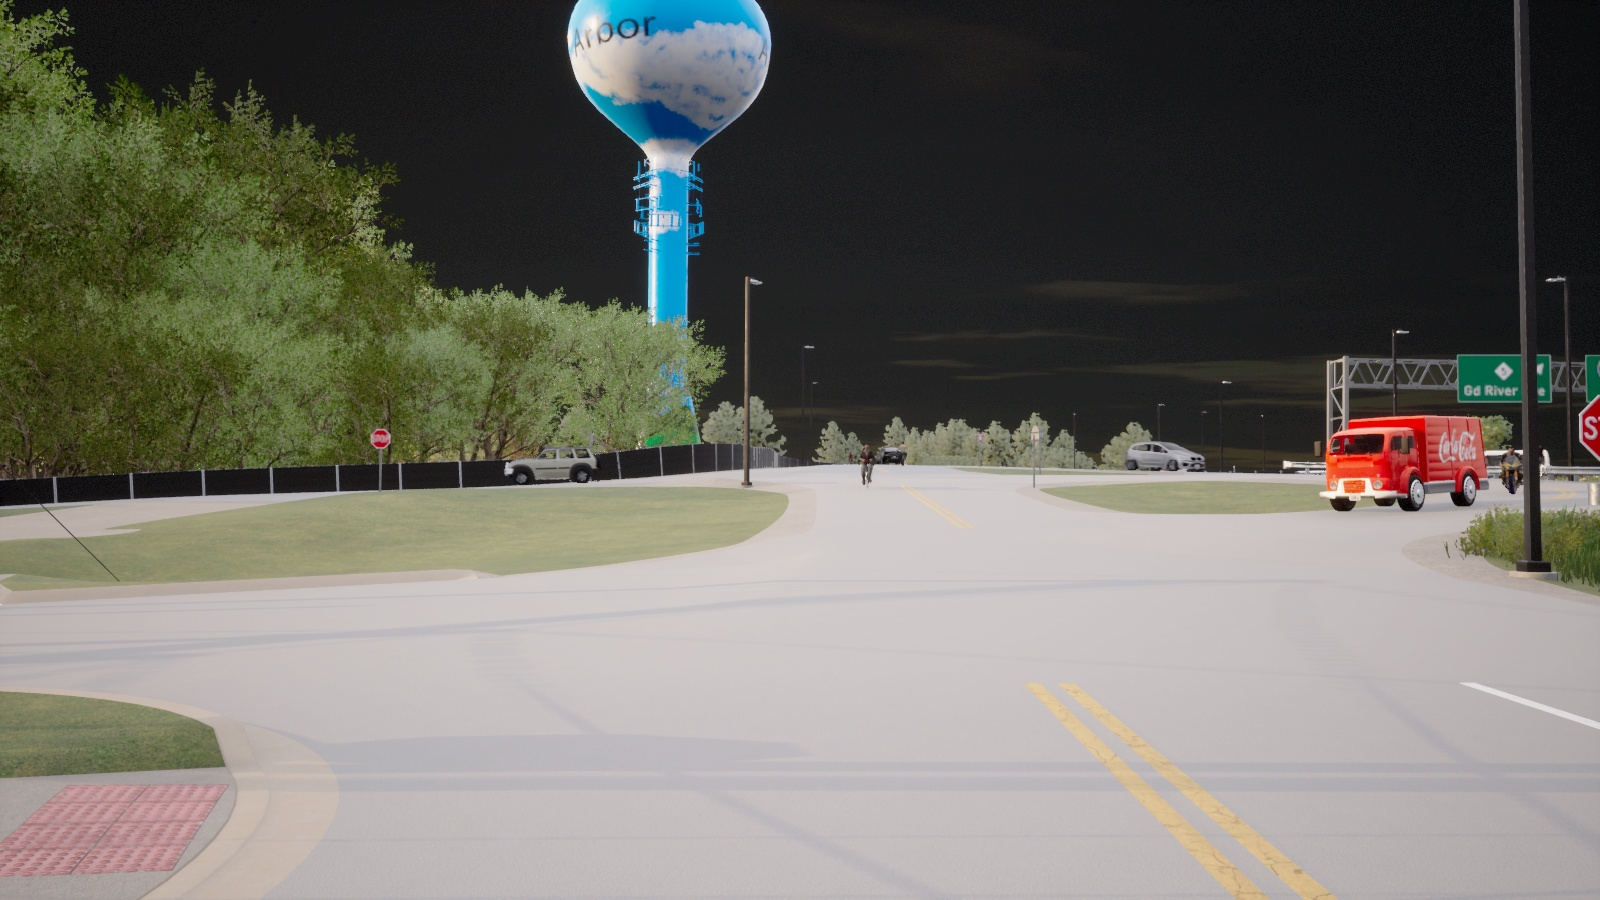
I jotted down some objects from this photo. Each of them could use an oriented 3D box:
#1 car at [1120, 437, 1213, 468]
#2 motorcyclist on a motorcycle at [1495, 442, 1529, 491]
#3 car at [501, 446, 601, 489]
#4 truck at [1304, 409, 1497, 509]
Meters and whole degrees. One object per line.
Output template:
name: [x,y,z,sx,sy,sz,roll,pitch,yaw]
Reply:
car: [20.410,0.146,70.113,2.242,1.667,4.611,1,-1,-32]
motorcyclist on a motorcycle: [22.934,0.513,40.428,0.866,1.530,2.191,-2,-1,30]
car: [-12.045,0.870,60.845,4.605,1.855,1.932,-2,-2,-11]
truck: [16.204,0.225,33.784,5.204,2.467,2.627,-1,-2,-39]
